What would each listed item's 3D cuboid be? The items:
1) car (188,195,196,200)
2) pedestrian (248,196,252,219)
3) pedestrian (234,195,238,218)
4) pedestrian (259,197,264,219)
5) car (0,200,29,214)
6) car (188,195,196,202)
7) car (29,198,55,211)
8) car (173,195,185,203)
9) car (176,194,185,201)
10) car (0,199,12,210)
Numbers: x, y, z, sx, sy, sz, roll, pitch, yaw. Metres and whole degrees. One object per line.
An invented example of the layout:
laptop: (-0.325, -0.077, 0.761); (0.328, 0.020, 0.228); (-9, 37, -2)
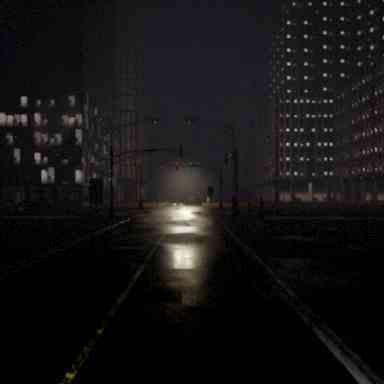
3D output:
car: (0.009, 1.552, 93.512); (2.033, 1.411, 5.357); (0, 0, 0)
pedestrian: (4.637, 1.226, 26.612); (0.375, 1.860, 0.375); (0, 0, 0)
pedestrian: (3.638, 1.197, 27.812); (0.375, 1.860, 0.375); (0, 0, 0)
pedestrian: (5.638, 1.285, 27.211); (0.375, 1.860, 0.375); (0, 0, 0)
car: (-18.892, 1.482, 32.251); (4.829, 1.417, 1.752); (0, -1, -1)
car: (0.009, 1.750, 83.537); (1.895, 1.301, 4.718); (0, 0, 0)
car: (-19.201, 1.445, 40.888); (4.097, 1.590, 1.967); (0, -1, -1)
car: (-2.993, 1.694, 71.457); (1.994, 1.385, 4.181); (0, 0, 0)
car: (-2.992, 1.508, 87.101); (2.097, 1.767, 4.553); (0, 0, 0)
car: (-24.878, 1.522, 40.764); (4.403, 1.369, 2.008); (0, -1, -1)
